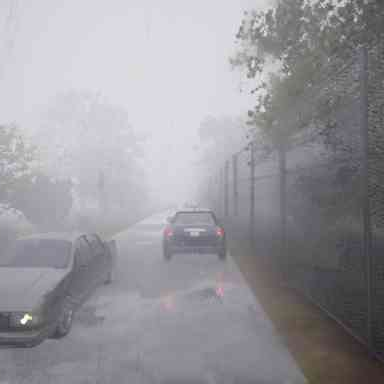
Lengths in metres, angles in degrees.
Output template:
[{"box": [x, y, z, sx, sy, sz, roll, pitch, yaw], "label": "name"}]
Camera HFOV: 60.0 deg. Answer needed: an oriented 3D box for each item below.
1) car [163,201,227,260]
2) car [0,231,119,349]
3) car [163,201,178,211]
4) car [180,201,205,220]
[{"box": [0.087, 1.367, 12.751, 2.097, 1.767, 4.553, 0, 0, 0], "label": "car"}, {"box": [-2.855, 1.557, 6.852, 2.033, 1.411, 5.357, 0, 0, 0], "label": "car"}, {"box": [-3.006, 1.982, 47.804, 1.812, 1.442, 4.674, 0, -1, 0], "label": "car"}, {"box": [0.029, 1.657, 30.463, 2.128, 1.511, 4.902, 0, -1, 0], "label": "car"}]
